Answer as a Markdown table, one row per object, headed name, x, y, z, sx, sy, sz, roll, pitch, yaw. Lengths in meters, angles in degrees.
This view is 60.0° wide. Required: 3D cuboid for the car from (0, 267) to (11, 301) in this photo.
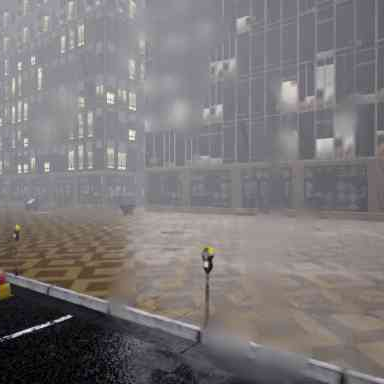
| name | x | y | z | sx | sy | sz | roll | pitch | yaw |
| --- | --- | --- | --- | --- | --- | --- | --- | --- | --- |
| car | -5.585 | 1.526 | 6.825 | 4.829 | 1.417 | 1.752 | 0 | 0 | 35 |
